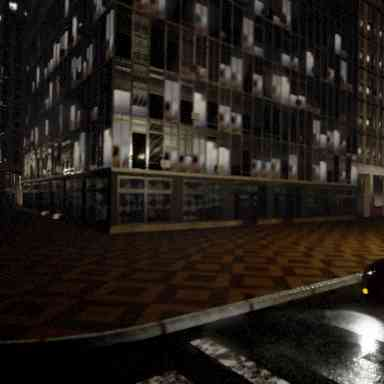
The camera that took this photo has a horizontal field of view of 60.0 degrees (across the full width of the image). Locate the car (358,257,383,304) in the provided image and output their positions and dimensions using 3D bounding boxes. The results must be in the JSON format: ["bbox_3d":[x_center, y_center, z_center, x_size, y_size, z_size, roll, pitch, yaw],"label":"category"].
[{"bbox_3d":[5.497,1.710,7.302,4.181,1.385,1.994,1,-1,-37],"label":"car"}]
